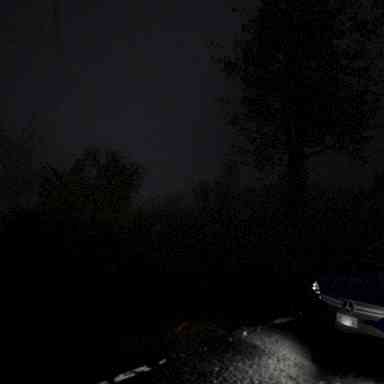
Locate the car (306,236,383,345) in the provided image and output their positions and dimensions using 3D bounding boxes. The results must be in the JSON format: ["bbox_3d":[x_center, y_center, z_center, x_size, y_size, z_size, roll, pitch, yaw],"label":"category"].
[{"bbox_3d":[4.035,1.501,5.947,4.674,1.442,1.812,0,0,-35],"label":"car"}]
